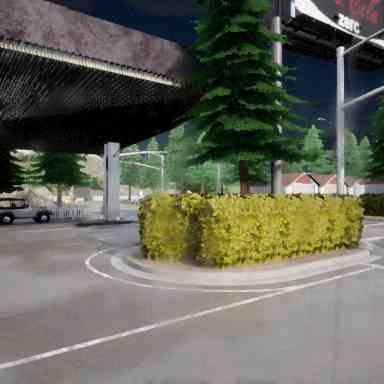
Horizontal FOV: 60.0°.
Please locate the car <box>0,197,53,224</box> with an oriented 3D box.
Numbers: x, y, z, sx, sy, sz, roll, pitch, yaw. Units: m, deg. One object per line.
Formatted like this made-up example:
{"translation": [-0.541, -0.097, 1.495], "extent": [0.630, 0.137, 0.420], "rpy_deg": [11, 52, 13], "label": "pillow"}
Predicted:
{"translation": [-12.012, 1.313, 23.449], "extent": [3.866, 1.878, 1.905], "rpy_deg": [0, 0, -36], "label": "car"}
